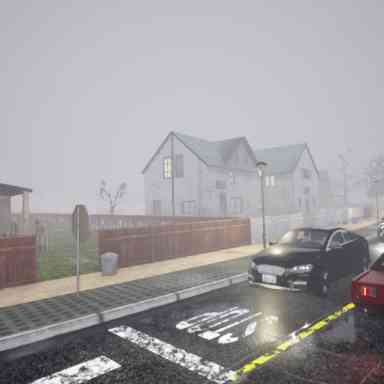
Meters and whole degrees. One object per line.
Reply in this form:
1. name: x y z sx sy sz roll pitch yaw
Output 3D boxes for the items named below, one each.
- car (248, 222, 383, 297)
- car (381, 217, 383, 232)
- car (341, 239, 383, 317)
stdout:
1. car: 3.485 1.771 9.468 2.128 1.511 4.902 -4 -4 44
2. car: 11.940 1.775 18.642 2.097 1.767 4.553 -4 -3 41
3. car: 5.009 1.707 6.807 1.895 1.301 4.718 -4 -4 45
